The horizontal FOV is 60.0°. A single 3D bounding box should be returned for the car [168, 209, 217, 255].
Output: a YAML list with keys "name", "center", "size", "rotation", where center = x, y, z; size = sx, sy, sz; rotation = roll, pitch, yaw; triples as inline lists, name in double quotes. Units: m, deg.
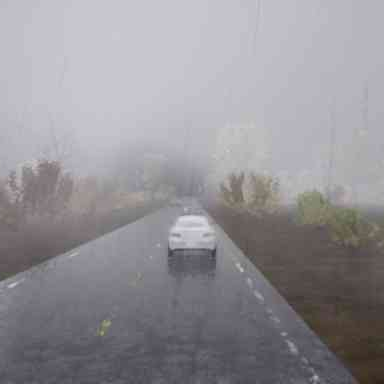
- name: "car"
  center: [0.018, 1.677, 13.874]
  size: [1.812, 1.442, 4.674]
  rotation: [0, 0, 0]

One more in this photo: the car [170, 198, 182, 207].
- name: "car"
  center: [-3.027, 1.997, 63.647]
  size: [2.097, 1.767, 4.553]
  rotation: [0, 0, 0]

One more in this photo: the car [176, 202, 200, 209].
- name: "car"
  center: [0.005, 1.840, 27.508]
  size: [2.033, 1.411, 5.357]
  rotation: [0, -1, 0]
